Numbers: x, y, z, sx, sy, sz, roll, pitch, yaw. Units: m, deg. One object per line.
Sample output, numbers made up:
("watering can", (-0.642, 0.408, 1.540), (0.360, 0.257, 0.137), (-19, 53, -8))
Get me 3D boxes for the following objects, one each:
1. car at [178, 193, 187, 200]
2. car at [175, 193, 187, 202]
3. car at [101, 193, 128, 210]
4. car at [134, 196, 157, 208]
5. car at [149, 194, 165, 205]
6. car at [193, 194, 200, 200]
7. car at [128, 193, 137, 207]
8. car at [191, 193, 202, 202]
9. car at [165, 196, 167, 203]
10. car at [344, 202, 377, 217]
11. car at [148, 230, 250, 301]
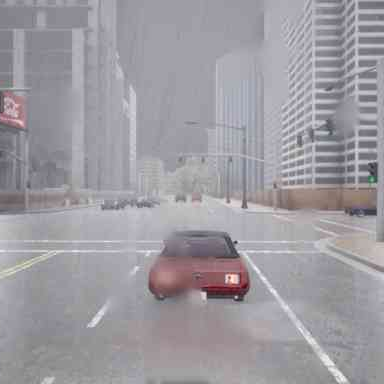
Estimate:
("car", (-2.333, 1.184, 84.040), (2.097, 1.767, 4.553), (0, 0, 1))
("car", (-2.483, 1.216, 73.400), (2.150, 2.045, 5.566), (0, 0, 1))
("car", (-10.020, 1.352, 42.448), (2.097, 1.767, 4.553), (0, 0, 1))
("car", (-6.457, 1.601, 46.828), (1.895, 1.301, 4.718), (0, 0, 1))
("car", (-6.310, 1.564, 56.830), (1.994, 1.385, 4.181), (0, 0, 0))
("car", (1.167, 1.353, 84.020), (1.812, 1.442, 4.674), (0, 0, 1))
("car", (-9.864, 1.221, 52.031), (2.150, 2.045, 5.566), (0, 0, 1))
("car", (1.017, 1.216, 73.350), (2.150, 2.045, 5.566), (0, 0, 1))
("car", (-6.090, 1.477, 67.278), (1.882, 1.535, 5.008), (0, 0, 1))
("car", (16.534, 1.601, 30.405), (4.718, 1.301, 1.895), (0, 0, 1))
("car", (0.212, 1.601, 8.278), (1.895, 1.301, 4.718), (0, 0, 2))
